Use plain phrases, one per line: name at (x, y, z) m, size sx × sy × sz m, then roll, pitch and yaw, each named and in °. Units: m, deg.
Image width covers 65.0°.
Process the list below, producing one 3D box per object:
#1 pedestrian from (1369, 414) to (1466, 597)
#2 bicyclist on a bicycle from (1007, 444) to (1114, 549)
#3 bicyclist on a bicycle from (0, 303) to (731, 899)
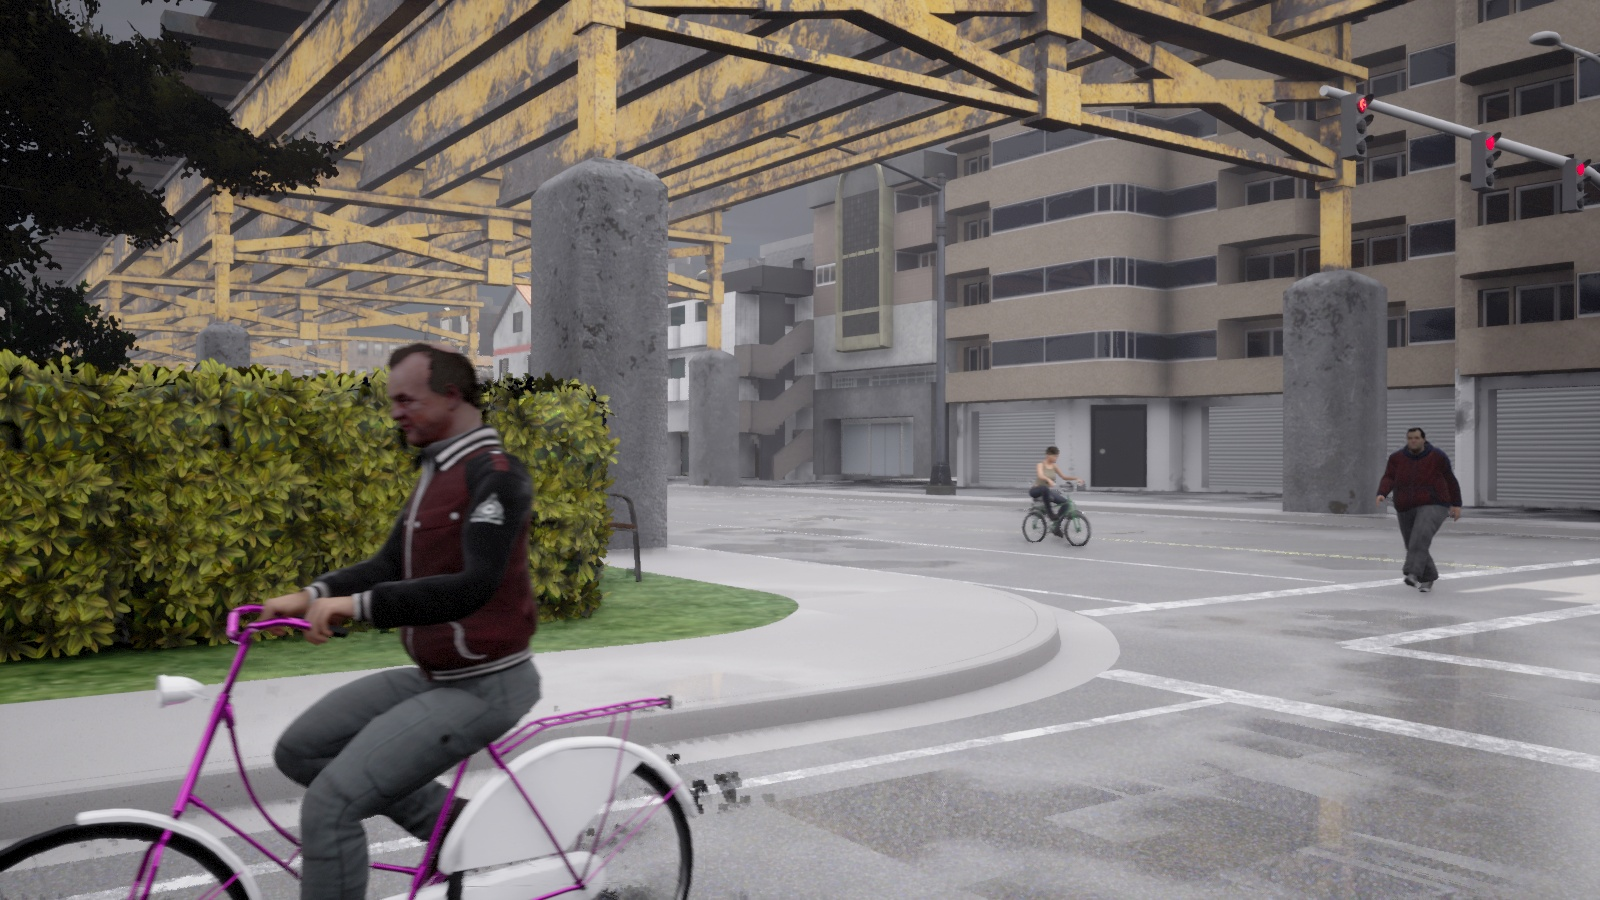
pedestrian at (6.492, 0.558, 13.195) m, size 0.899 × 1.844 × 0.634 m, roll 0°, pitch 0°, yaw -43°
bicyclist on a bicycle at (4.199, 0.722, 20.311) m, size 0.866 × 1.612 × 1.509 m, roll 0°, pitch 0°, yaw -35°
bicyclist on a bicycle at (-1.117, 0.625, 2.916) m, size 1.843 × 1.776 × 0.659 m, roll 0°, pitch 0°, yaw -35°
